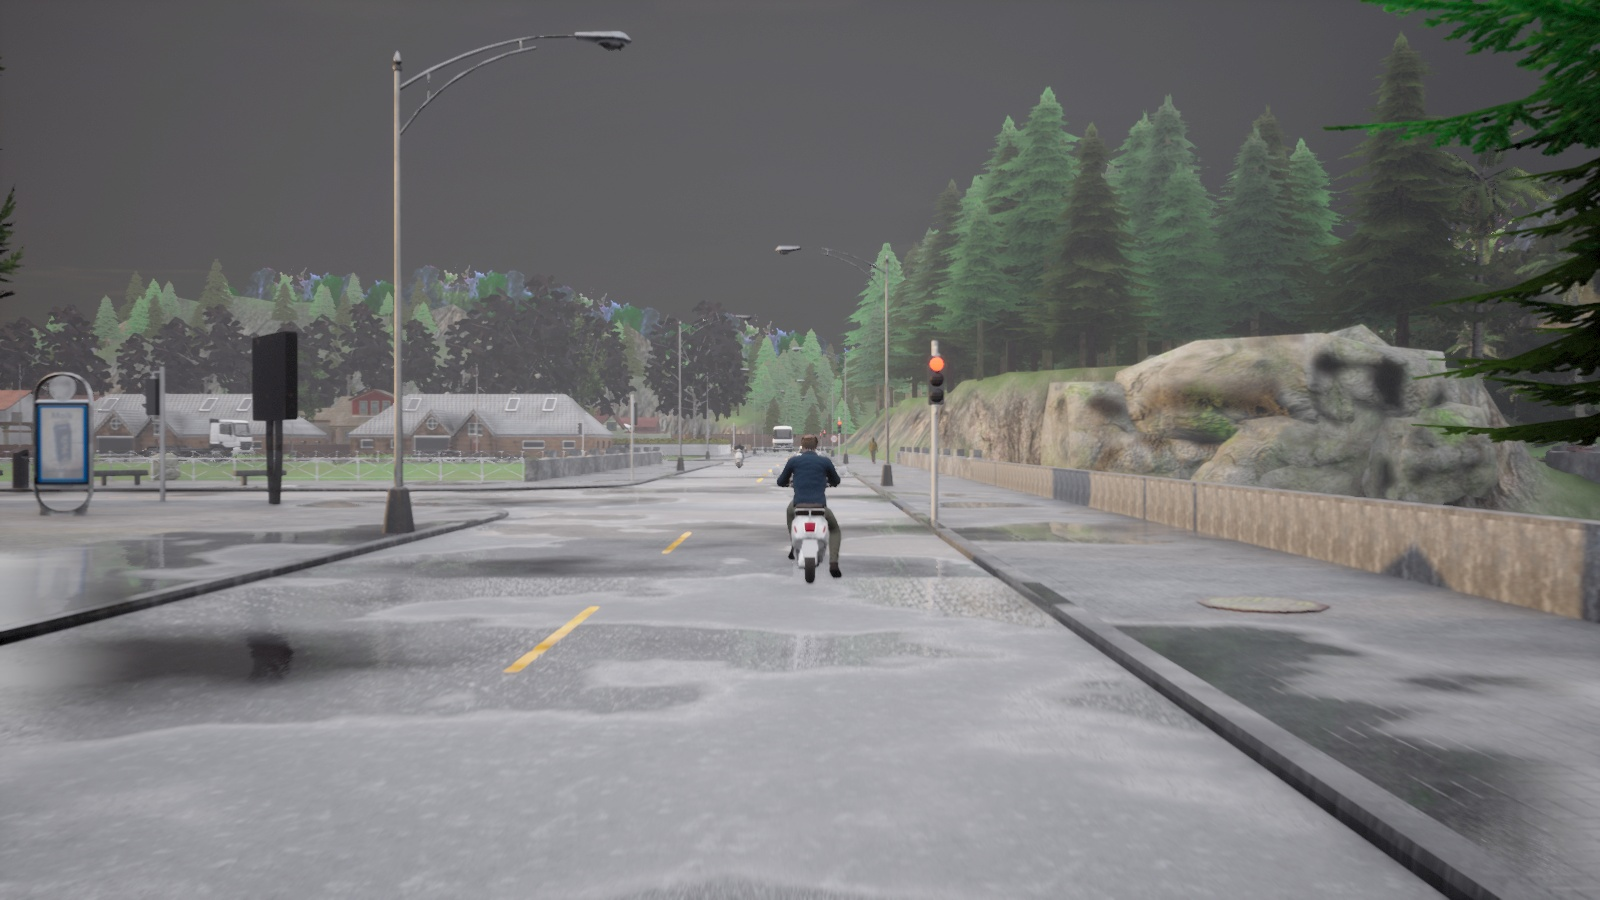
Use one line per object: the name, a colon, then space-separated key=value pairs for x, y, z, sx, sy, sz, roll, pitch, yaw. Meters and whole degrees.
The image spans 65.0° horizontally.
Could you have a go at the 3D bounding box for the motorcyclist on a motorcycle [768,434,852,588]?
motorcyclist on a motorcycle: x=0.105 y=0.622 z=13.864 sx=0.866 sy=1.590 sz=1.817 roll=0 pitch=0 yaw=0
